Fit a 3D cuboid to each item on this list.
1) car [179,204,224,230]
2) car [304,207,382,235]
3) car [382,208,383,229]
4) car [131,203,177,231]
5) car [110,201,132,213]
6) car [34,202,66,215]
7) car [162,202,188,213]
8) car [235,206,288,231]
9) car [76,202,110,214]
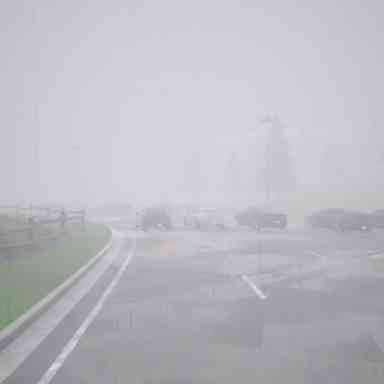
[{"bbox_3d":[0.759,1.778,23.188,1.812,1.442,4.674,0,-1,-17],"label":"car"},{"bbox_3d":[8.767,1.683,20.305,1.837,1.490,4.892,1,0,-12],"label":"car"},{"bbox_3d":[12.384,1.633,20.264,1.882,1.535,5.008,0,-1,-11],"label":"car"},{"bbox_3d":[-2.712,1.772,22.658,1.837,1.490,4.892,1,-1,-18],"label":"car"},{"bbox_3d":[-10.225,2.034,45.205,5.008,1.535,1.882,-1,-1,41],"label":"car"},{"bbox_3d":[-18.211,2.049,42.486,5.008,1.535,1.882,-1,-1,35],"label":"car"},{"bbox_3d":[-3.436,2.051,43.815,2.033,1.411,5.357,0,-1,-42],"label":"car"},{"bbox_3d":[4.552,1.703,22.644,1.882,1.535,5.008,0,-1,-15],"label":"car"},{"bbox_3d":[-13.156,2.075,43.102,4.674,1.442,1.812,-1,-1,40],"label":"car"}]
